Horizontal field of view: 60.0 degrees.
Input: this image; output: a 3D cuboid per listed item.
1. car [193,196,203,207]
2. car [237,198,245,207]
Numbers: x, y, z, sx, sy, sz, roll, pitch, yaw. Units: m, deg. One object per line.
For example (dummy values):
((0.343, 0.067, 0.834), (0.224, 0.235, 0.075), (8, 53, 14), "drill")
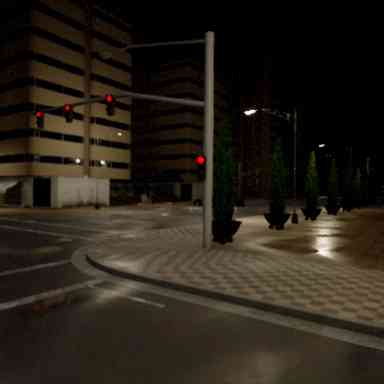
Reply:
((2.095, 1.229, 46.316), (1.882, 1.535, 5.008), (1, 1, 35), "car")
((5.533, 1.359, 45.128), (1.994, 1.385, 4.181), (1, 0, 35), "car")
